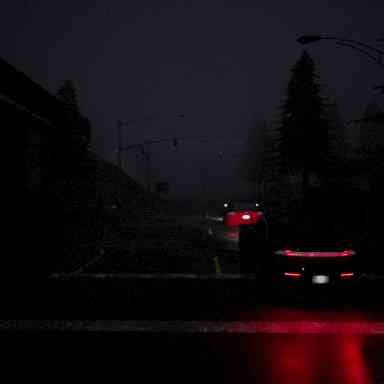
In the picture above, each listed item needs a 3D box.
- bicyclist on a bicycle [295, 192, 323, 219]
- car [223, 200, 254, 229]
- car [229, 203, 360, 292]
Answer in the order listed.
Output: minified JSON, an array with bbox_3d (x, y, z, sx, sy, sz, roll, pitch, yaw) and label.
[{"bbox_3d":[6.590,0.851,18.778,1.656,1.620,0.582,0,1,2],"label":"bicyclist on a bicycle"},{"bbox_3d":[2.739,1.136,18.194,1.994,1.385,4.181,-1,2,3],"label":"car"},{"bbox_3d":[2.298,1.246,8.248,2.128,1.511,4.902,0,2,1],"label":"car"}]
